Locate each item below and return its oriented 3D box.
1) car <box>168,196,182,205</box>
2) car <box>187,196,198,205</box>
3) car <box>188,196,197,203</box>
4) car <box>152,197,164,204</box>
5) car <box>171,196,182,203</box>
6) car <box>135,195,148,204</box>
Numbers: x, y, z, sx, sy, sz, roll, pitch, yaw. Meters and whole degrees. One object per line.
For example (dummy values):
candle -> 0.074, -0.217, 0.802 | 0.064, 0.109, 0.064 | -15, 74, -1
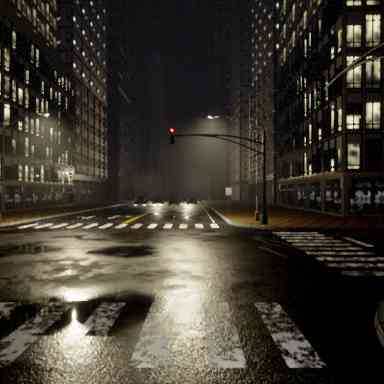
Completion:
car -> -3.226, 1.634, 59.684 | 2.033, 1.411, 5.357 | 0, 0, 0
car -> 0.024, 1.635, 60.100 | 2.033, 1.411, 5.357 | 0, 0, 0
car -> 0.029, 1.568, 70.548 | 1.895, 1.301, 4.718 | 0, 0, 0
car -> -6.474, 1.666, 64.271 | 1.994, 1.385, 4.181 | 0, 0, 0
car -> -3.222, 1.508, 70.103 | 1.994, 1.385, 4.181 | 0, 0, 0
car -> -9.724, 1.454, 64.302 | 2.097, 1.767, 4.553 | 0, 0, 0
